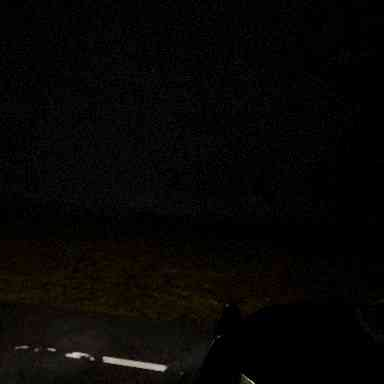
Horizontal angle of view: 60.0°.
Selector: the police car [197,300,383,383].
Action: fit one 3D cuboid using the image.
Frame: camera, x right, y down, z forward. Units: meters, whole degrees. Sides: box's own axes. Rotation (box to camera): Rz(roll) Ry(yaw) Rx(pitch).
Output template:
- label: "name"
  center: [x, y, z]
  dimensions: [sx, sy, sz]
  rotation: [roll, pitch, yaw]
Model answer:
- label: "police car"
  center: [2.697, 1.519, 2.850]
  dimensions: [5.238, 1.638, 1.930]
  rotation: [2, 0, 12]
